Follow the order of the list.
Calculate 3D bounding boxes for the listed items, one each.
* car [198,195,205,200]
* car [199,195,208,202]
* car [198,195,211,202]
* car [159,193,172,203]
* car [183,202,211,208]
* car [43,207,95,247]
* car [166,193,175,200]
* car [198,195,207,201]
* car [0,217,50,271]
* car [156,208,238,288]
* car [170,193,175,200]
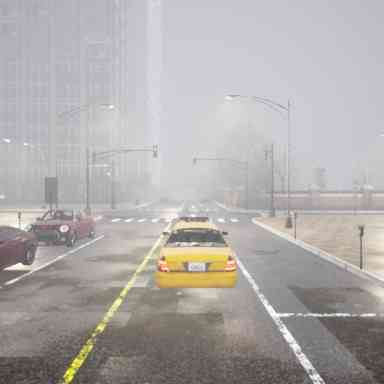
[{"bbox_3d":[2.607,1.411,91.470,1.887,1.381,4.507,0,0,0],"label":"car"},{"bbox_3d":[2.622,1.454,74.788,1.887,1.381,4.507,0,0,0],"label":"car"},{"bbox_3d":[2.693,1.492,63.674,1.947,1.339,4.313,0,0,0],"label":"car"},{"bbox_3d":[-5.899,1.485,69.165,1.947,1.339,4.313,0,0,0],"label":"car"},{"bbox_3d":[0.098,1.535,19.413,2.033,1.411,5.357,0,0,0],"label":"car"},{"bbox_3d":[-5.704,1.433,14.642,1.967,1.590,4.097,0,0,0],"label":"car"},{"bbox_3d":[-5.917,1.181,91.407,2.192,1.841,5.009,0,0,0],"label":"car"},{"bbox_3d":[2.617,1.448,80.349,2.008,1.369,4.403,0,0,0],"label":"car"},{"bbox_3d":[-5.699,1.579,8.949,1.802,1.307,4.206,0,0,0],"label":"car"},{"bbox_3d":[0.090,1.454,9.150,1.801,1.575,5.366,0,0,0],"label":"car"},{"bbox_3d":[-5.913,1.324,85.848,1.967,1.590,4.097,0,0,0],"label":"car"}]
